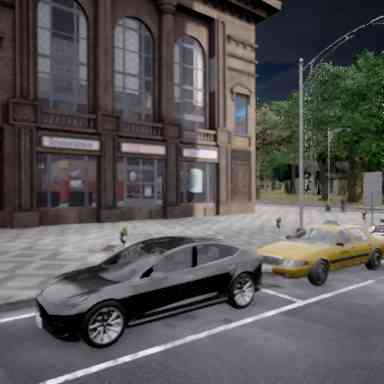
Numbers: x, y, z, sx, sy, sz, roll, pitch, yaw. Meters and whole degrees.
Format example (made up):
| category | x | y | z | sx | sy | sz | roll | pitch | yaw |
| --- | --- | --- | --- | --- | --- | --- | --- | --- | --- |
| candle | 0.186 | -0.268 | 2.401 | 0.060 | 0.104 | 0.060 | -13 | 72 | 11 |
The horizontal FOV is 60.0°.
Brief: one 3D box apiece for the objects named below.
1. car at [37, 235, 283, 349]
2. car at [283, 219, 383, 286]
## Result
| category | x | y | z | sx | sy | sz | roll | pitch | yaw |
| --- | --- | --- | --- | --- | --- | --- | --- | --- | --- |
| car | -0.529 | 1.557 | 6.272 | 4.313 | 1.339 | 1.947 | 0 | 0 | -35 |
| car | 3.760 | 1.501 | 9.330 | 4.829 | 1.417 | 1.752 | 0 | 0 | -35 |
